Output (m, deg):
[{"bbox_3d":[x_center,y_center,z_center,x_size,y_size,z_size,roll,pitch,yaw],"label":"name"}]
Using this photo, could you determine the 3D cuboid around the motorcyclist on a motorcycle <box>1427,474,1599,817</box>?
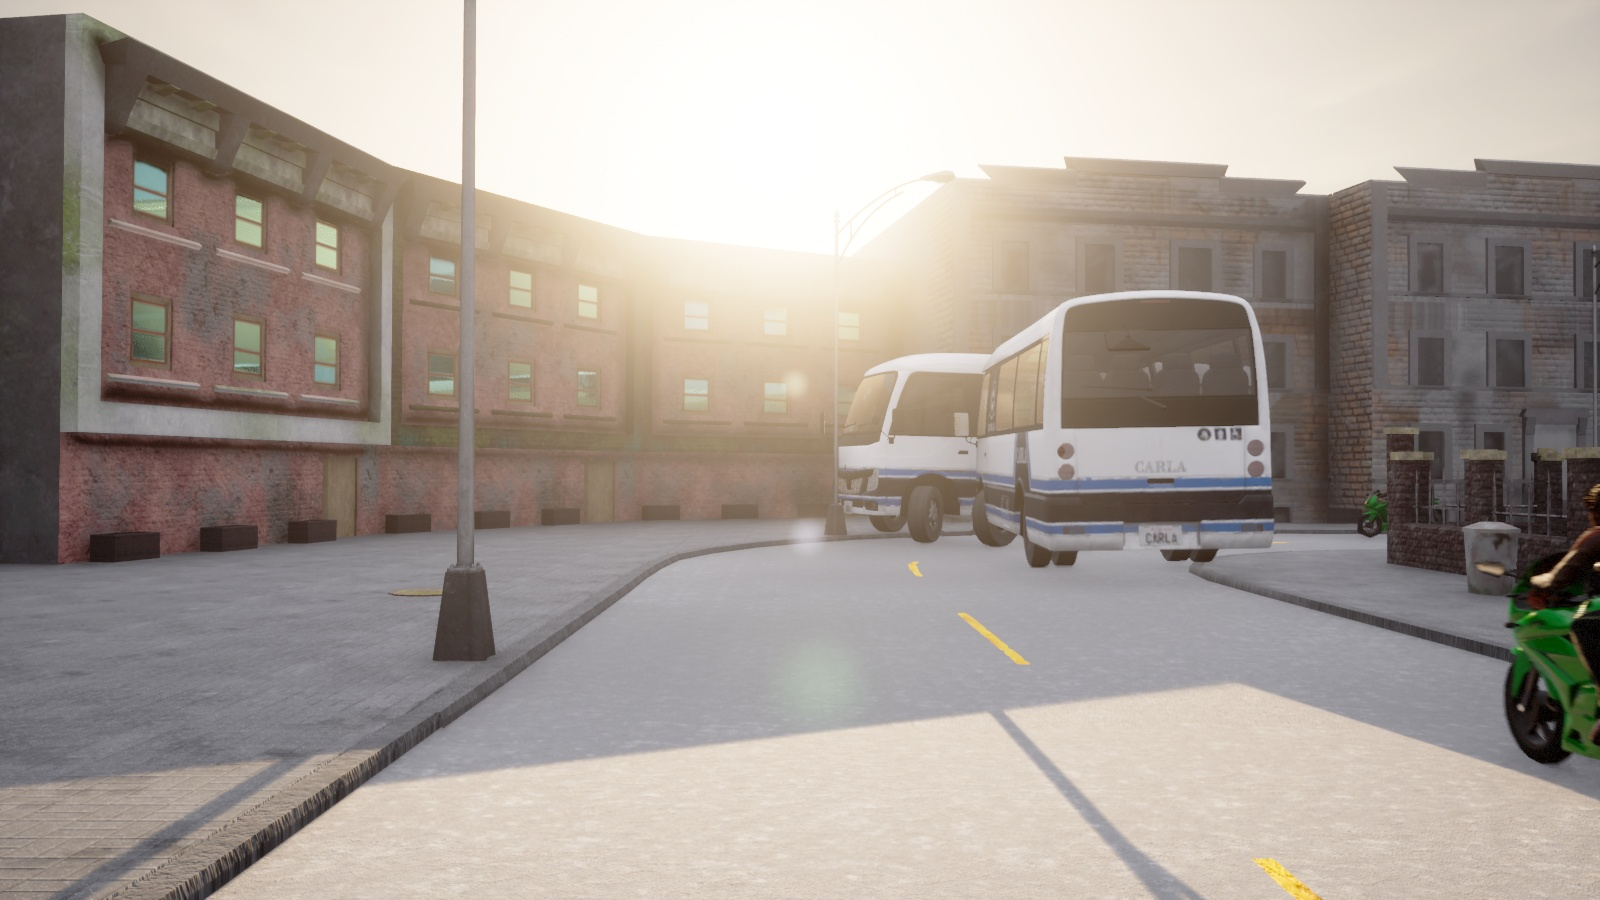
[{"bbox_3d":[3.959,0.883,6.078,0.797,1.523,2.044,0,-1,0],"label":"motorcyclist on a motorcycle"}]

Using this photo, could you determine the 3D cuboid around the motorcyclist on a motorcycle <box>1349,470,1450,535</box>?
[{"bbox_3d":[14.386,1.245,30.164,2.044,1.523,0.797,0,-1,0],"label":"motorcyclist on a motorcycle"}]

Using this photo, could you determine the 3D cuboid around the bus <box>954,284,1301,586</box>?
[{"bbox_3d":[5.331,-0.183,23.219,3.944,4.253,10.273,-1,0,2],"label":"bus"}]

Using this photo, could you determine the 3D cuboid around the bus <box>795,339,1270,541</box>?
[{"bbox_3d":[5.375,-0.105,29.655,10.273,4.253,3.944,1,-1,-14],"label":"bus"}]
